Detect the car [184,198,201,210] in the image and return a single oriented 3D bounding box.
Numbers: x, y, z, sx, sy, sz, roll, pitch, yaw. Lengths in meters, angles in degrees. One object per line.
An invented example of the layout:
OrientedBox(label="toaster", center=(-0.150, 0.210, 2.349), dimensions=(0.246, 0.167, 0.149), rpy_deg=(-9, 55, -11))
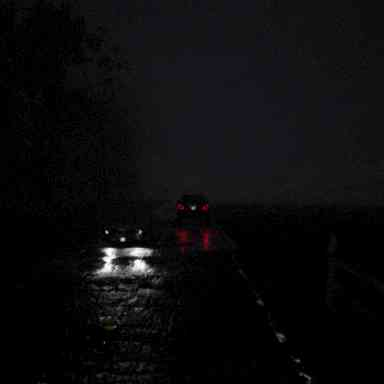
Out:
OrientedBox(label="car", center=(0.070, 1.465, 41.526), dimensions=(1.994, 1.385, 4.181), rpy_deg=(0, 0, 0))

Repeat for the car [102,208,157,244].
OrientedBox(label="car", center=(-2.762, 1.509, 15.955), dimensions=(2.033, 1.411, 5.357), rpy_deg=(0, 0, 0))

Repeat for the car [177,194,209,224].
OrientedBox(label="car", center=(0.083, 1.159, 24.022), dimensions=(2.150, 2.045, 5.566), rpy_deg=(0, 0, 0))
